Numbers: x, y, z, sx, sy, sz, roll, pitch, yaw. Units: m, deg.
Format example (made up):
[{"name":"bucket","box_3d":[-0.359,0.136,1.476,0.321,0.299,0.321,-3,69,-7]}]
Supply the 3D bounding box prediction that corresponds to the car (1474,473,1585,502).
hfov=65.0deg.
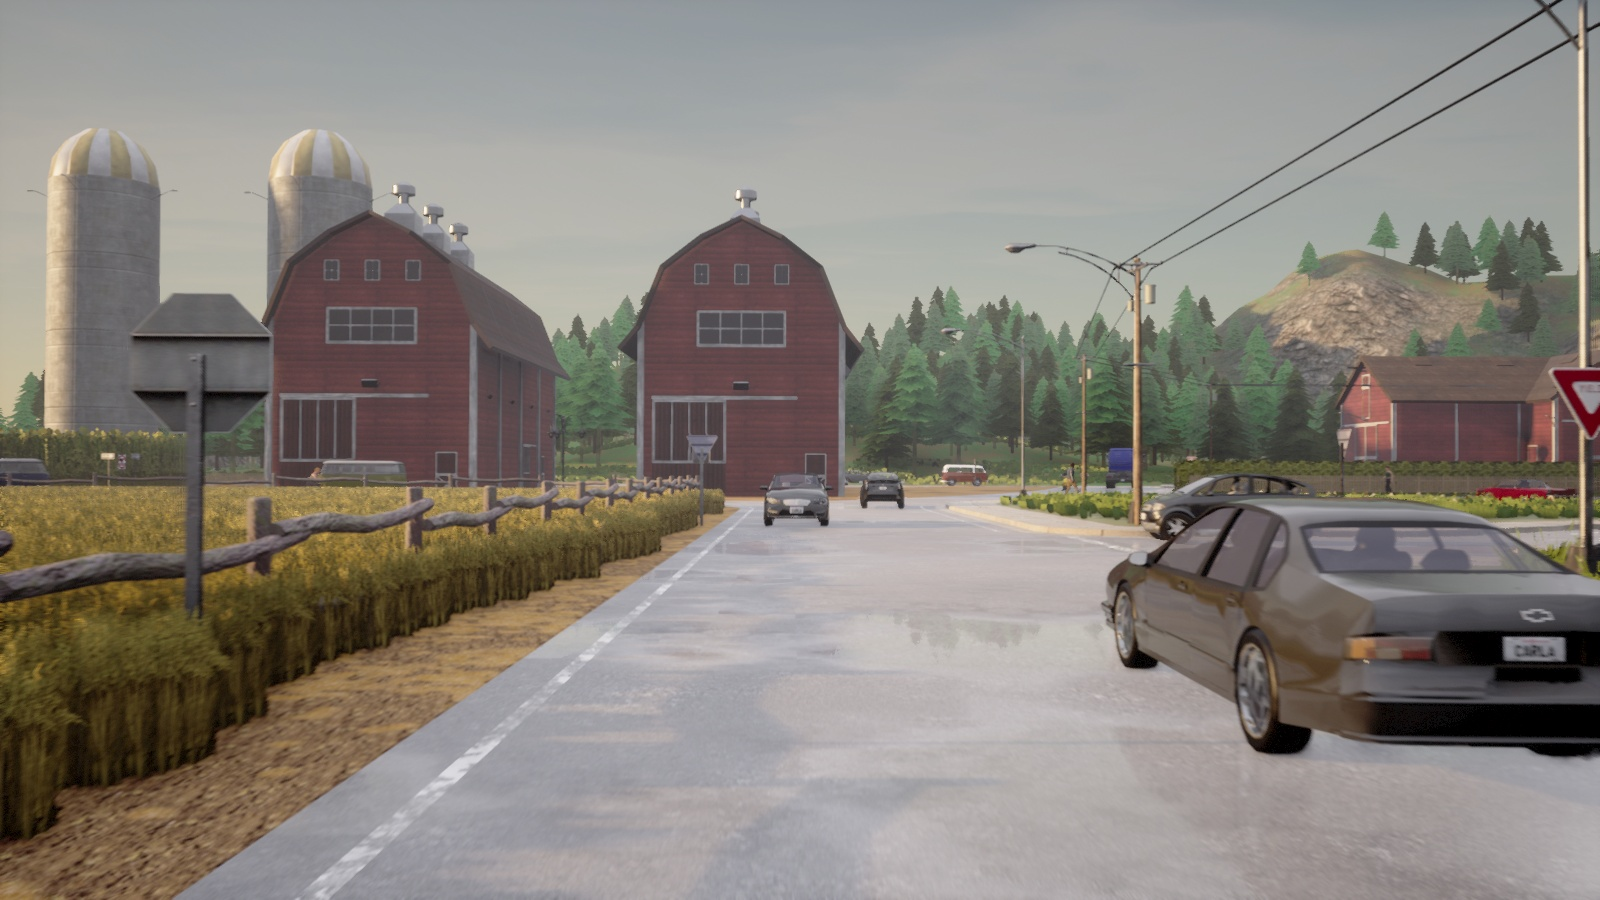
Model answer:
[{"name":"car","box_3d":[34.369,1.749,59.294,1.895,1.301,4.718,0,-1,-11]}]

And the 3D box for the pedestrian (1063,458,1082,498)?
[{"name":"pedestrian","box_3d":[13.268,1.372,61.223,0.788,1.949,0.423,0,-1,-15]}]

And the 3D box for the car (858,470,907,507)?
[{"name":"car","box_3d":[3.553,1.625,54.024,2.007,1.525,4.514,0,-1,3]}]

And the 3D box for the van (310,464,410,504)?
[{"name":"van","box_3d":[-22.048,1.688,63.042,4.442,1.987,1.775,0,-1,-3]}]

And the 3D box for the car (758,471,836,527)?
[{"name":"car","box_3d":[-0.091,1.373,36.747,2.128,1.511,4.902,0,-1,0]}]

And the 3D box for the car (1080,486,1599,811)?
[{"name":"car","box_3d":[3.453,0.986,8.419,2.033,1.411,5.357,0,-1,1]}]

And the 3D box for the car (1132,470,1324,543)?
[{"name":"car","box_3d":[9.385,1.212,27.784,3.705,1.549,1.789,0,-1,5]}]

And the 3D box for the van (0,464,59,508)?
[{"name":"van","box_3d":[-36.641,1.655,57.446,4.442,1.987,1.775,1,-2,-42]}]
